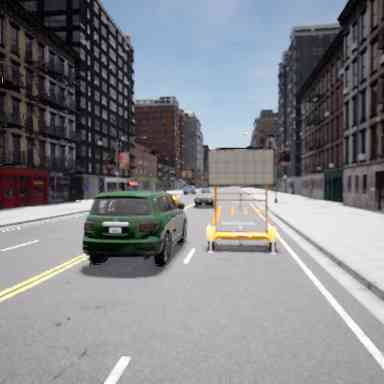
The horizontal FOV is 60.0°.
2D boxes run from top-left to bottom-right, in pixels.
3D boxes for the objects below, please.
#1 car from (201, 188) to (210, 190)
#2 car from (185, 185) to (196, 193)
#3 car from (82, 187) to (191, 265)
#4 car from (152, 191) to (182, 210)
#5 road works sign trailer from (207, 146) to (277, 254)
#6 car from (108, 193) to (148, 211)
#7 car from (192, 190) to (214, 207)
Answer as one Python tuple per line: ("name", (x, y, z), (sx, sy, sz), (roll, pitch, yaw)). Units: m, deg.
("car", (2.979, -0.182, 72.745), (1.994, 1.385, 4.181), (0, 1, 7))
("car", (-0.509, -0.401, 71.093), (2.150, 2.045, 5.566), (0, 1, 7))
("car", (-1.553, 0.975, 10.886), (2.150, 2.045, 5.566), (0, 1, 7))
("car", (-2.338, 0.753, 31.946), (1.882, 1.535, 5.008), (0, 1, 7))
("road works sign trailer", (1.774, 0.173, 12.098), (2.380, 3.560, 2.880), (0, 1, 7))
("car", (-5.769, 0.868, 30.750), (2.033, 1.411, 5.357), (0, 1, 7))
("car", (1.413, 0.809, 34.070), (1.895, 1.301, 4.718), (0, 1, 7))
